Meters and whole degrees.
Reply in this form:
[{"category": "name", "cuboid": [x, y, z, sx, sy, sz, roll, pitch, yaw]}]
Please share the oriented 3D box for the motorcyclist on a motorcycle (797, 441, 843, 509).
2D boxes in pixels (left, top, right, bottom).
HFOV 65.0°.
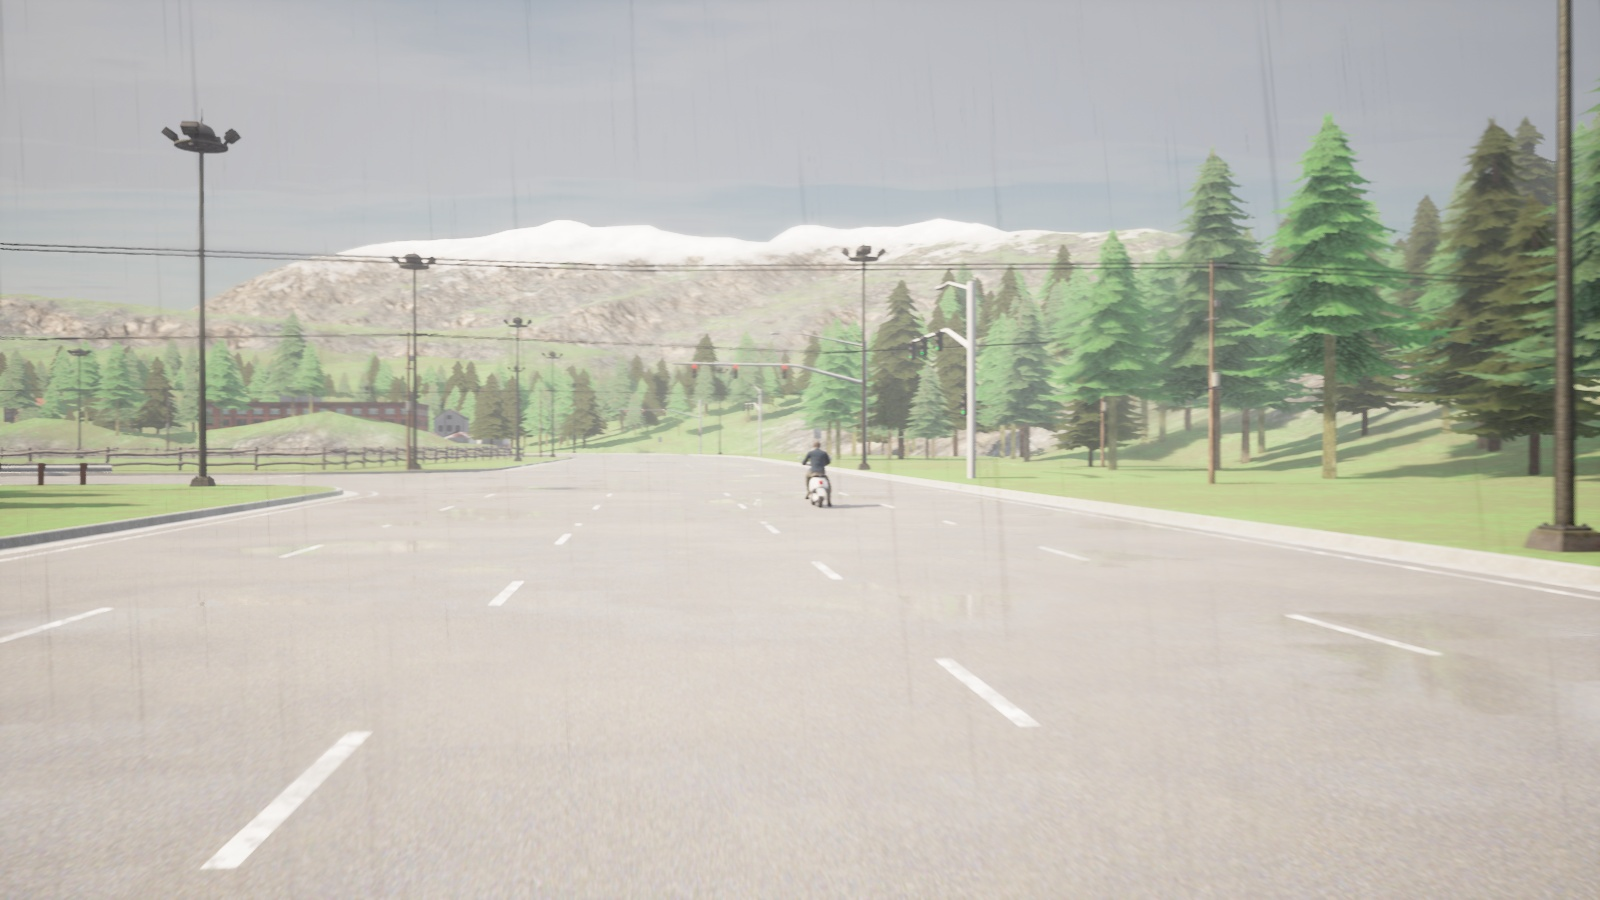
[{"category": "motorcyclist on a motorcycle", "cuboid": [0.466, 0.573, 29.998, 0.866, 1.590, 1.817, 0, 0, -6]}]
